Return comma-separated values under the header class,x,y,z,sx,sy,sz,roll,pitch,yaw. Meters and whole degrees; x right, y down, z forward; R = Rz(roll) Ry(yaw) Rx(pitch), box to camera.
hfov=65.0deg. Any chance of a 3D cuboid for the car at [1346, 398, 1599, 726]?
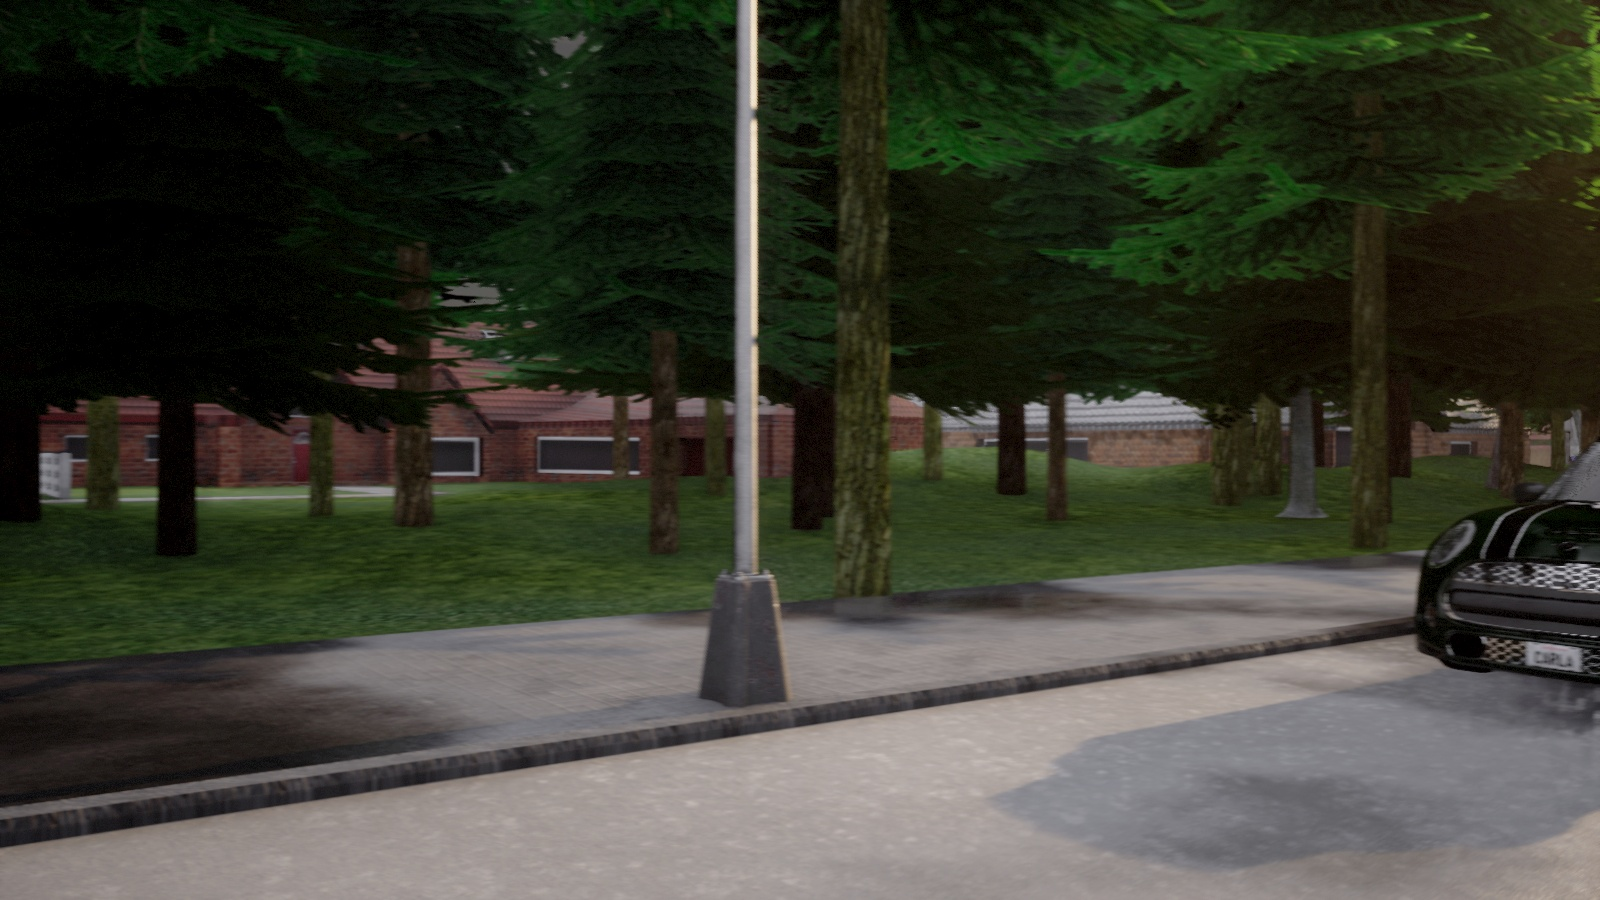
class,x,y,z,sx,sy,sz,roll,pitch,yaw
car,5.930,0.597,8.396,4.553,1.767,2.097,0,0,-35
